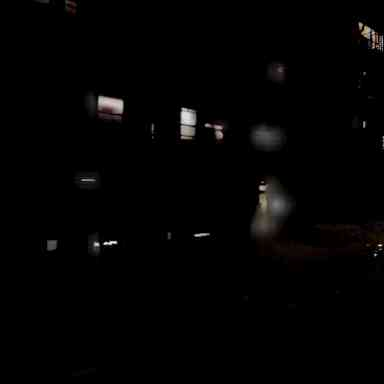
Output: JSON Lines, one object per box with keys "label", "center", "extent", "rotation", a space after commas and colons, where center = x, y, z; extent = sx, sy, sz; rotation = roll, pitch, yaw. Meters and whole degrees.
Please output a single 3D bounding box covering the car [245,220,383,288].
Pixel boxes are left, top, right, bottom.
{"label": "car", "center": [3.581, 1.471, 9.096], "extent": [4.829, 1.417, 1.752], "rotation": [0, 1, -35]}
